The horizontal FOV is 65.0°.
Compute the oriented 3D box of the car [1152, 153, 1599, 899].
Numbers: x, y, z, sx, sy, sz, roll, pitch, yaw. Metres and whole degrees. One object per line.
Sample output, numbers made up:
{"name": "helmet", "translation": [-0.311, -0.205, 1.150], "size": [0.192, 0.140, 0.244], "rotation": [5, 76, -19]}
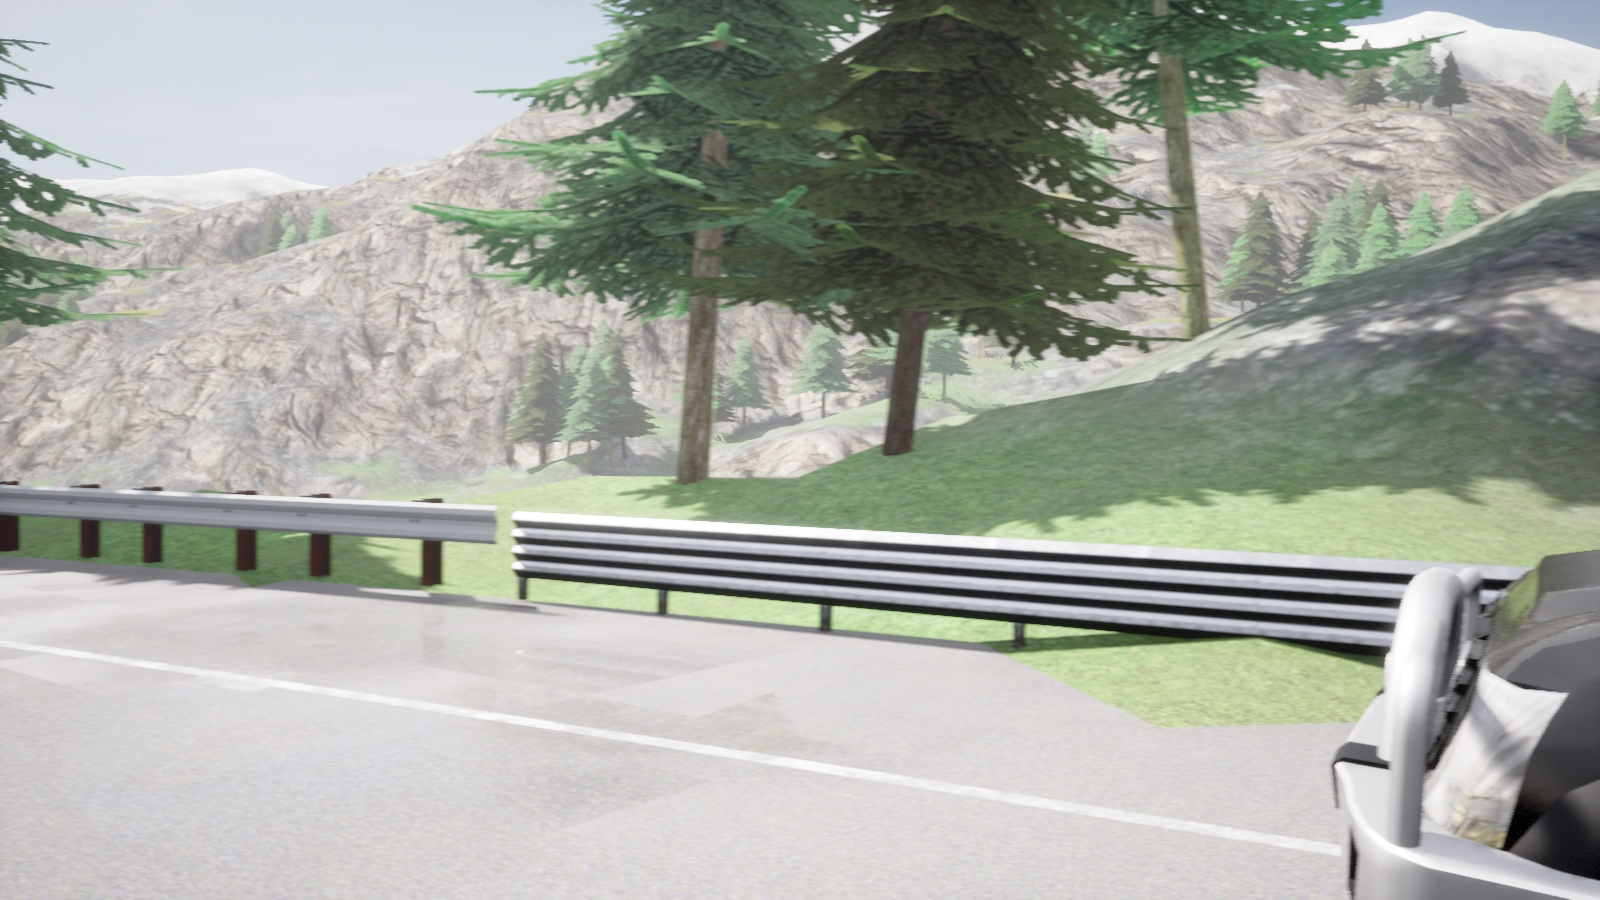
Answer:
{"name": "car", "translation": [3.070, 0.494, 1.773], "size": [4.605, 1.855, 1.932], "rotation": [0, 1, 31]}
